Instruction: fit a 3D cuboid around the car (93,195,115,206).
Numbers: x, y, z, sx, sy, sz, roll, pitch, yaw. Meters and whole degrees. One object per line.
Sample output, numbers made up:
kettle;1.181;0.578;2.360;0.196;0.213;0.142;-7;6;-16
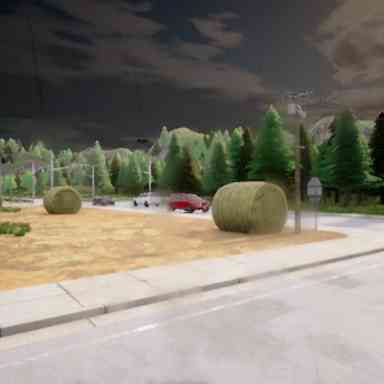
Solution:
car;-13.875;1.304;52.379;2.097;1.767;4.553;0;0;-38

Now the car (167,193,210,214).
car;-0.450;1.171;35.209;2.150;2.045;5.566;0;0;-38

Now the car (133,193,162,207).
car;-6.639;1.160;48.907;2.150;2.045;5.566;0;0;-38
